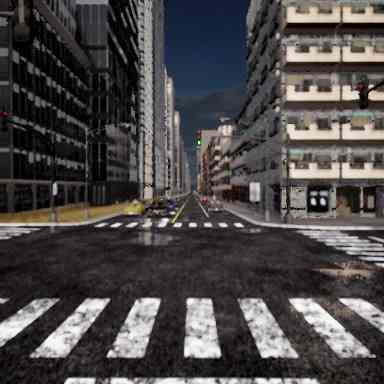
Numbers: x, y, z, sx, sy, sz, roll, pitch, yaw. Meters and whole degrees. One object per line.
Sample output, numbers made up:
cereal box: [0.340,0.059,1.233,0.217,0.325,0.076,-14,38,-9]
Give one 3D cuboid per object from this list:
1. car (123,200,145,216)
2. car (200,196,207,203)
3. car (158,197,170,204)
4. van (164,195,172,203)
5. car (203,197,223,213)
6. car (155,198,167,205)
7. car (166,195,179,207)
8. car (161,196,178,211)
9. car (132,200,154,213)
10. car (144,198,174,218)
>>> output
car: [-5.674,1.607,33.099,1.752,1.417,4.829,-1,0,0]
car: [2.741,1.621,72.844,1.967,1.590,4.097,-1,0,0]
car: [-5.643,1.712,67.196,1.887,1.381,4.507,-1,0,0]
van: [-5.636,1.537,78.506,1.690,1.788,3.998,-1,0,0]
car: [2.712,1.646,38.916,2.008,1.369,4.403,-1,0,0]
car: [-5.647,1.735,61.541,1.802,1.307,4.206,-1,0,0]
car: [-2.991,1.676,51.770,2.033,1.411,5.357,0,0,0]
car: [-3.051,1.628,41.385,1.812,1.442,4.674,0,0,0]
car: [-5.668,1.662,38.923,1.947,1.339,4.313,-1,0,0]
car: [-3.063,1.583,31.638,1.837,1.490,4.892,0,0,0]
